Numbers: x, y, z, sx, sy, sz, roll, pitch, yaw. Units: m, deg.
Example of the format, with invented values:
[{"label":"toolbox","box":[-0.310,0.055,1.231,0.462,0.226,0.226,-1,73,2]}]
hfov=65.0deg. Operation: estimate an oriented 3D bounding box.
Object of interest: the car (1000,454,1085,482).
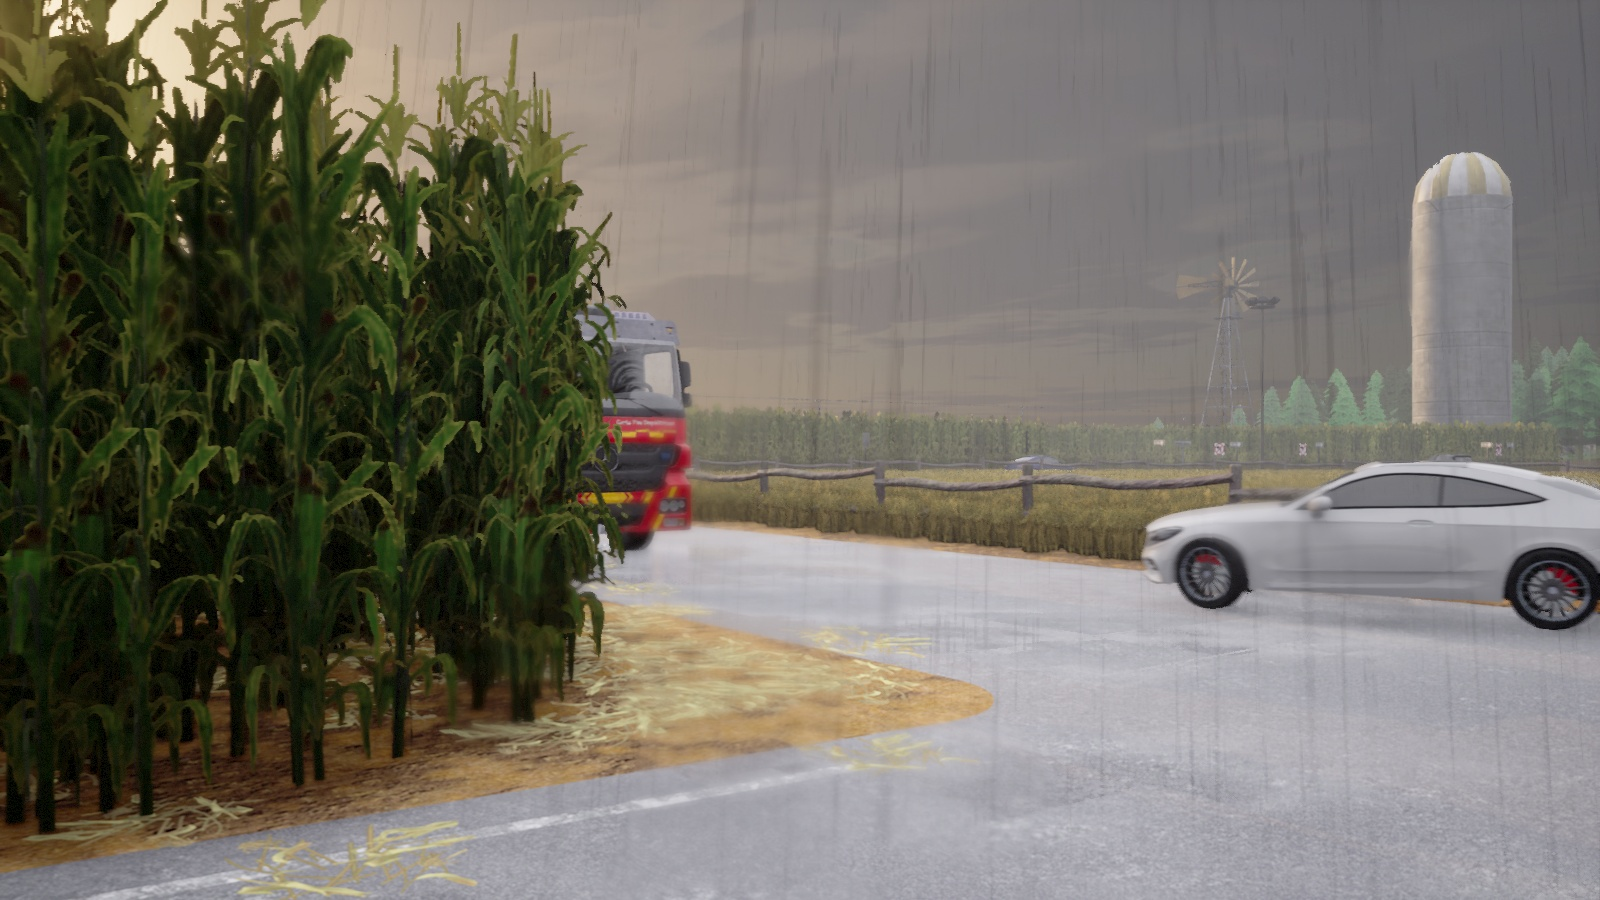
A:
[{"label":"car","box":[13.293,0.968,68.832,4.674,1.442,1.812,0,0,-34]}]

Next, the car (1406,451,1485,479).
[{"label":"car","box":[39.686,0.882,77.338,2.033,1.649,4.856,0,0,-4]}]

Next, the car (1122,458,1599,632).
[{"label":"car","box":[5.679,0.803,12.105,4.674,1.442,1.812,0,0,29]}]

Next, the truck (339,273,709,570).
[{"label":"truck","box":[-4.892,-0.351,20.474,2.891,3.827,8.468,0,0,-35]}]
